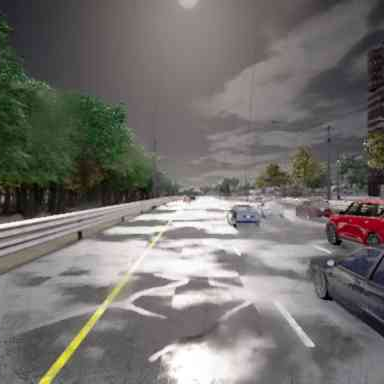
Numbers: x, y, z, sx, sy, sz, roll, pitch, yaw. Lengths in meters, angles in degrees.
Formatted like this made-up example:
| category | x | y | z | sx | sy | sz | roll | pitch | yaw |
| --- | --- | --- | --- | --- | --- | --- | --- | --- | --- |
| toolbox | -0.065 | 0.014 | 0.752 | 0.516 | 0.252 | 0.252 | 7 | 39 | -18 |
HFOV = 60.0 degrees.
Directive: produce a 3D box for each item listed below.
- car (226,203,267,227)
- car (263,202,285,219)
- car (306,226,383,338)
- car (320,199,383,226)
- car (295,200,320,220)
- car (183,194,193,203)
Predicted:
| category | x | y | z | sx | sy | sz | roll | pitch | yaw |
| --- | --- | --- | --- | --- | --- | --- | --- | --- | --- |
| car | 3.597 | 1.640 | 23.751 | 2.033 | 1.411 | 5.357 | 0 | 0 | 0 |
| car | 7.096 | 1.635 | 30.576 | 1.812 | 1.442 | 4.674 | 0 | 0 | 0 |
| car | 3.597 | 1.574 | 5.378 | 2.033 | 1.411 | 5.357 | 0 | 0 | 0 |
| car | 7.098 | 1.278 | 12.606 | 2.150 | 2.045 | 5.566 | 0 | 0 | 0 |
| car | 10.595 | 1.459 | 29.162 | 2.097 | 1.767 | 4.553 | 0 | 0 | 0 |
| car | -1.234 | 1.755 | 81.200 | 1.801 | 1.575 | 5.366 | 0 | -1 | 0 |
